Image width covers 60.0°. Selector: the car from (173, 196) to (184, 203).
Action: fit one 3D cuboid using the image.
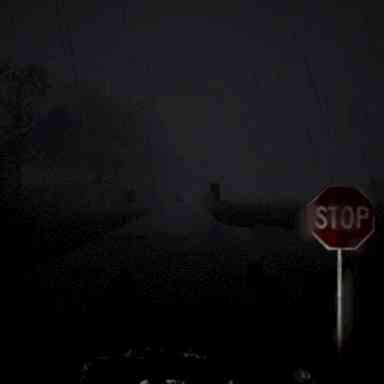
[{"bbox_3d":[-2.593,1.448,65.354,1.994,1.385,4.181,0,0,0],"label":"car"}]
